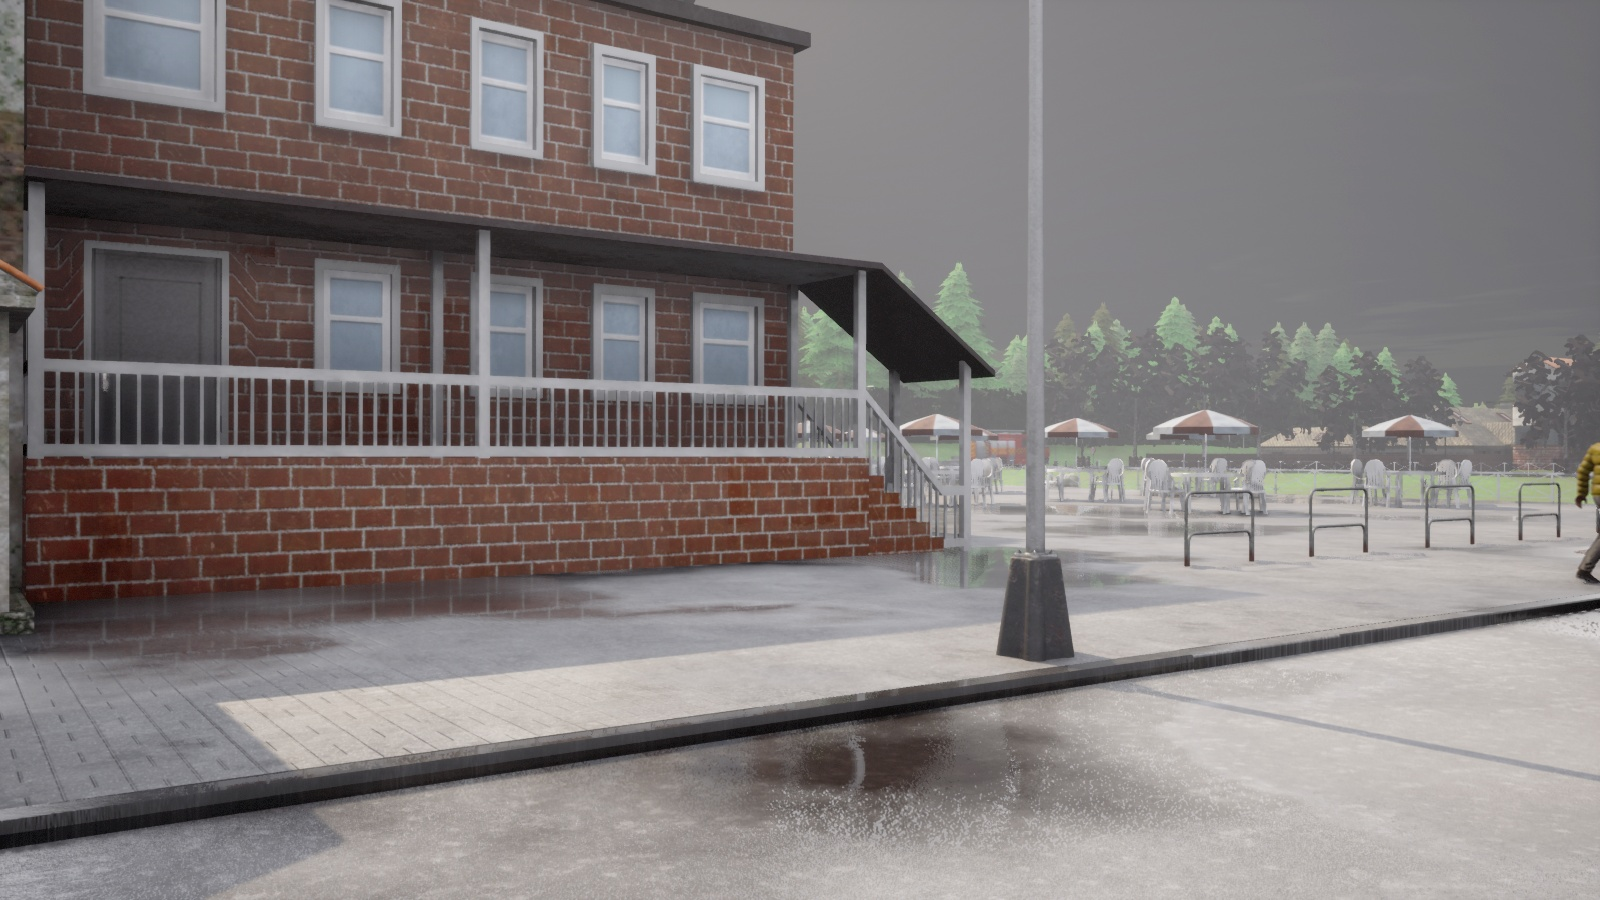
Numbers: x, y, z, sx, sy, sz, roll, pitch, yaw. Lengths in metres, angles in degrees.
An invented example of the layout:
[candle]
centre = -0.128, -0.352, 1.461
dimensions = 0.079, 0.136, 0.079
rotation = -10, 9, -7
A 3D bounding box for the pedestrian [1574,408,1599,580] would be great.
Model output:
[pedestrian]
centre = 8.850, 0.469, 13.595
dimensions = 0.726, 1.835, 0.370
rotation = 0, 0, -6
